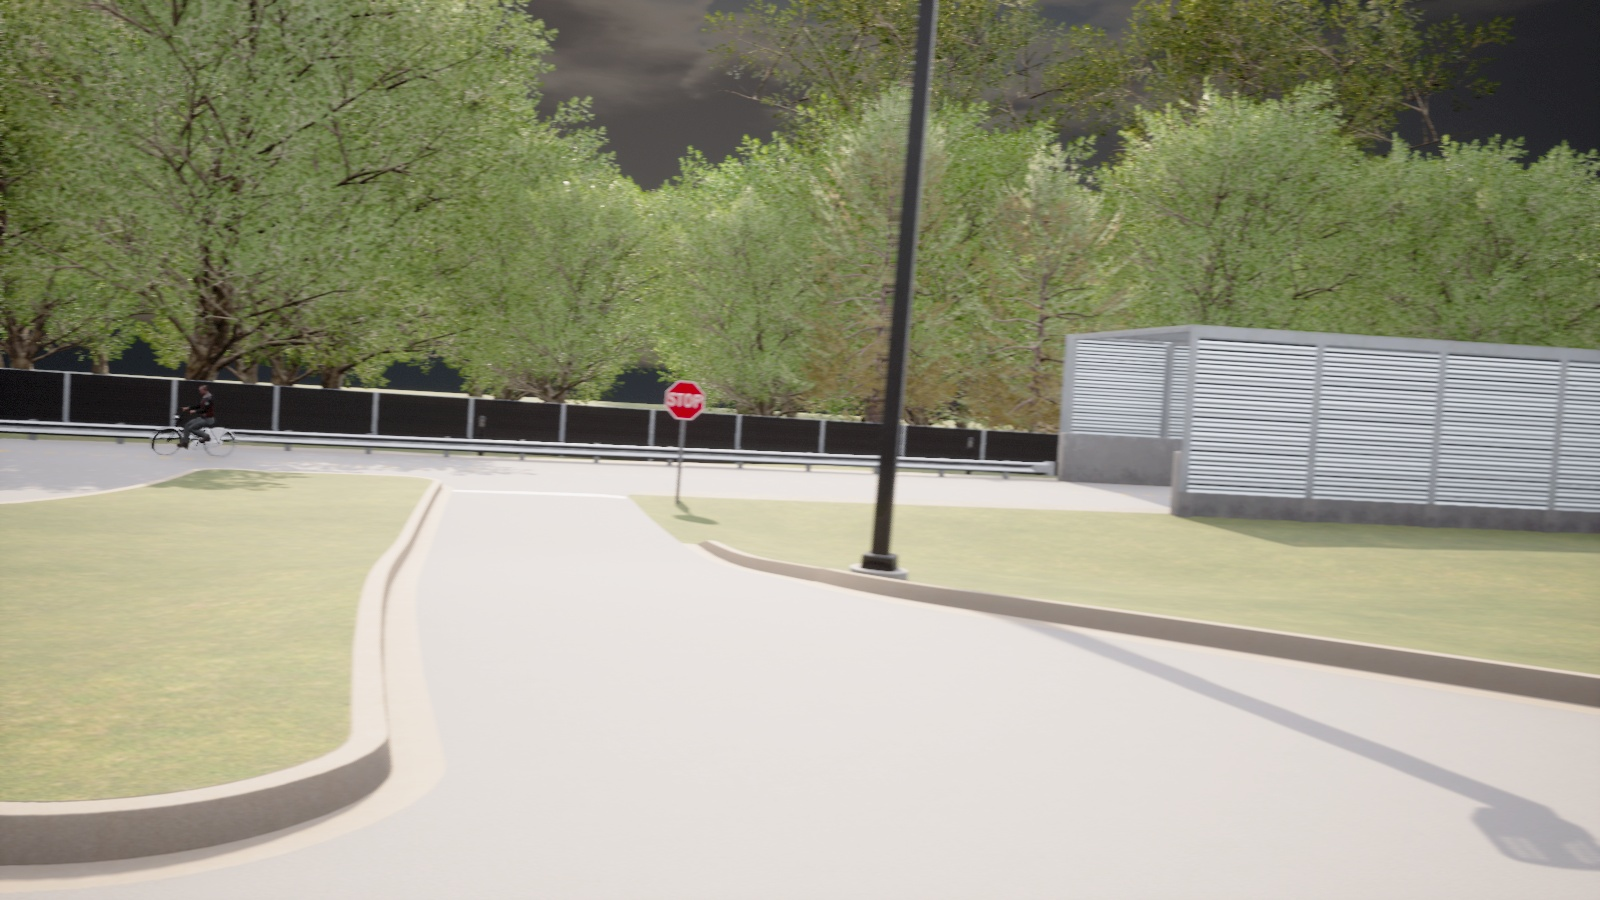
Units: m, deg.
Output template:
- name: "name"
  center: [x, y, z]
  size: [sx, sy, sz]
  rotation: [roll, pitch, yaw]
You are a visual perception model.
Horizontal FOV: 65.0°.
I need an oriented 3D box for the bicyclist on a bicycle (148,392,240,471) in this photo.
- name: "bicyclist on a bicycle"
  center: [-14.420, -0.431, 29.907]
  size: [1.843, 1.776, 0.659]
  rotation: [1, 9, -34]
